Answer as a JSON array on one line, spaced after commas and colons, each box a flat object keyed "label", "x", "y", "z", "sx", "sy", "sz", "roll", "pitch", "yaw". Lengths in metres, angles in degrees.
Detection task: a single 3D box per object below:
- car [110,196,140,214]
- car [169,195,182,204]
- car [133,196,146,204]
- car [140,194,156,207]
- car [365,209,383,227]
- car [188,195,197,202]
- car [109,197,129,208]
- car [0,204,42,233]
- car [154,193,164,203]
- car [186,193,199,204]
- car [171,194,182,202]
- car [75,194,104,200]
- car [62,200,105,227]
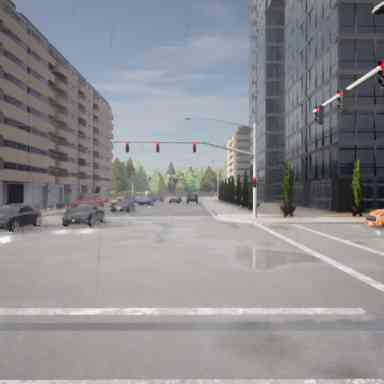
[{"label": "car", "x": -7.403, "y": 1.487, "z": 35.911, "sx": 2.128, "sy": 1.511, "sz": 4.902, "roll": 0, "pitch": 0, "yaw": 0}, {"label": "car", "x": -3.416, "y": 1.517, "z": 64.323, "sx": 1.812, "sy": 1.442, "sz": 4.674, "roll": 0, "pitch": 0, "yaw": 1}, {"label": "car", "x": -10.494, "y": 1.516, "z": 66.669, "sx": 1.812, "sy": 1.442, "sz": 4.674, "roll": 0, "pitch": 0, "yaw": 1}, {"label": "car", "x": -7.257, "y": 1.470, "z": 52.263, "sx": 1.882, "sy": 1.535, "sz": 5.008, "roll": 0, "pitch": 0, "yaw": 1}, {"label": "car", "x": 13.584, "y": 1.404, "z": 21.176, "sx": 4.553, "sy": 1.767, "sz": 2.097, "roll": 0, "pitch": 0, "yaw": 0}, {"label": "car", "x": 0.116, "y": 1.490, "z": 74.616, "sx": 1.837, "sy": 1.490, "sz": 4.892, "roll": 0, "pitch": 0, "yaw": 1}, {"label": "car", "x": -10.795, "y": 1.470, "z": 49.603, "sx": 1.882, "sy": 1.535, "sz": 5.008, "roll": 0, "pitch": 0, "yaw": 1}, {"label": "car", "x": -10.771, "y": 1.533, "z": 20.001, "sx": 1.837, "sy": 1.490, "sz": 4.892, "roll": 0, "pitch": 0, "yaw": -1}, {"label": "car", "x": -6.962, "y": 1.207, "z": 68.791, "sx": 2.150, "sy": 2.045, "sz": 5.566, "roll": 0, "pitch": 0, "yaw": 1}, {"label": "car", "x": 0.078, "y": 1.212, "z": 63.904, "sx": 2.150, "sy": 2.045, "sz": 5.566, "roll": 0, "pitch": 0, "yaw": 1}, {"label": "car", "x": -3.391, "y": 1.345, "z": 74.340, "sx": 2.097, "sy": 1.767, "sz": 4.553, "roll": 0, "pitch": 0, "yaw": 1}, {"label": "car", "x": -10.904, "y": 1.217, "z": 35.328, "sx": 2.150, "sy": 2.045, "sz": 5.566, "roll": 0, "pitch": 0, "yaw": 0}, {"label": "car", "x": -7.304, "y": 1.532, "z": 22.813, "sx": 1.837, "sy": 1.490, "sz": 4.892, "roll": 0, "pitch": -1, "yaw": -1}]
